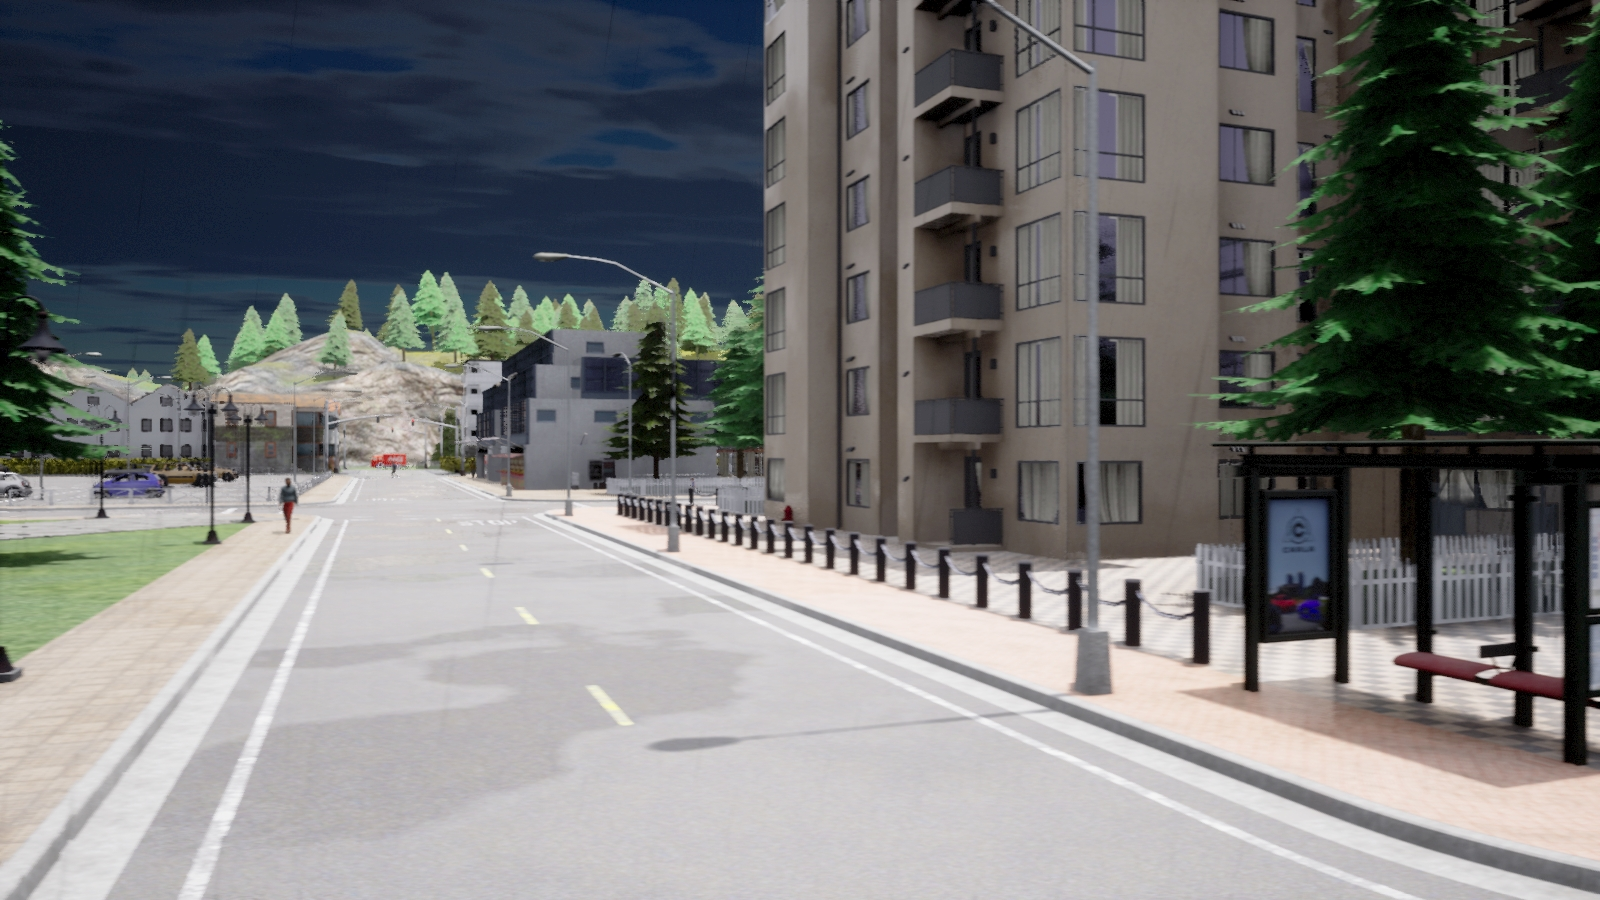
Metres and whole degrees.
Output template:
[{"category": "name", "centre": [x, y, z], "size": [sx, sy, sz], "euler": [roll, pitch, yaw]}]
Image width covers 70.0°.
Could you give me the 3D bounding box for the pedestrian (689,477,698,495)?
[{"category": "pedestrian", "centre": [-6.477, 2.171, 69.510], "size": [0.500, 1.100, 0.500], "euler": [0, 0, -17]}]

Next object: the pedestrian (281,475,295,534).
[{"category": "pedestrian", "centre": [-16.393, 1.735, 36.593], "size": [0.375, 1.860, 0.375], "euler": [0, 0, -19]}]
